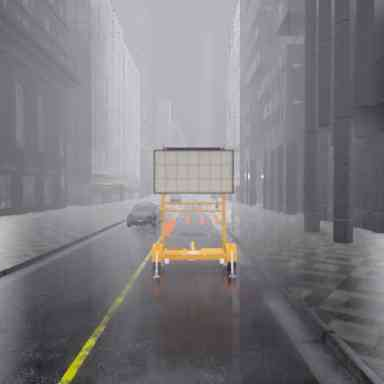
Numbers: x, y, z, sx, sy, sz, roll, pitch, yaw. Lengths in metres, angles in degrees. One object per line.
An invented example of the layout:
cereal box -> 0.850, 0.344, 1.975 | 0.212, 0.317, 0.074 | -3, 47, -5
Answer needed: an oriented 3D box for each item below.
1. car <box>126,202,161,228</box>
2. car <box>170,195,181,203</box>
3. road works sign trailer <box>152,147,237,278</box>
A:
car -> -3.108, 1.483, 22.175 | 1.837, 1.490, 4.892 | 0, 0, 0
car -> -3.081, 1.380, 62.632 | 1.882, 1.535, 5.008 | 0, 0, 0
road works sign trailer -> 0.047, 0.456, 10.119 | 2.380, 3.560, 2.880 | 0, 0, -1
